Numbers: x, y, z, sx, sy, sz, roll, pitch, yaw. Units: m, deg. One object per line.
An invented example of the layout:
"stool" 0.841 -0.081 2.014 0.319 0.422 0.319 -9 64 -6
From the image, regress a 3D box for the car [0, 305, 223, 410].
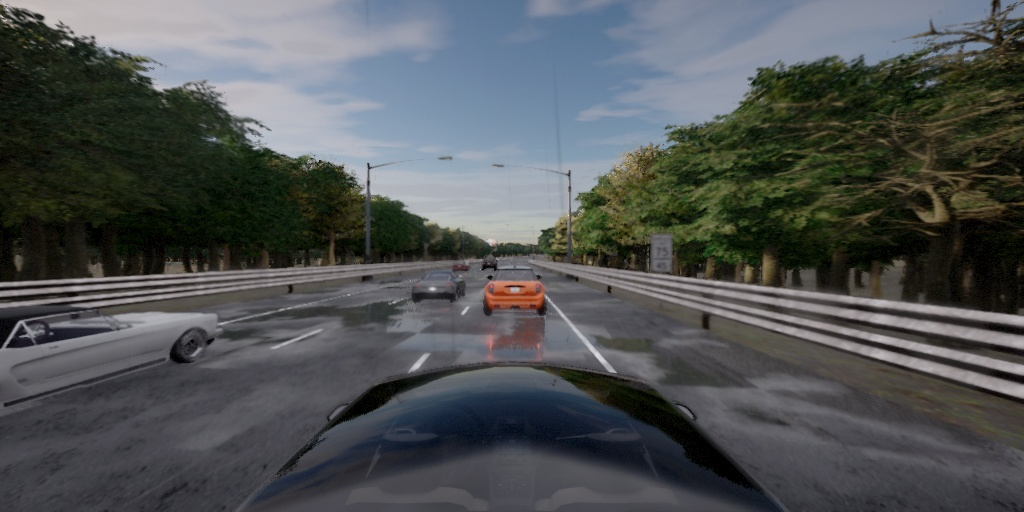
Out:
"car" -6.900 1.368 5.221 1.895 1.301 4.718 0 0 0

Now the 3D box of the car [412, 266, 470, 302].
"car" -3.399 1.389 17.342 1.994 1.385 4.181 0 0 0

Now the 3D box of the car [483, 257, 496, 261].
"car" -3.400 1.230 55.721 2.150 2.045 5.566 0 0 0

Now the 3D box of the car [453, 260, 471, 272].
"car" -6.900 1.329 49.408 2.097 1.767 4.553 0 0 0

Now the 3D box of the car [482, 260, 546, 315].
"car" 0.100 1.160 14.043 2.097 1.767 4.553 0 0 0
